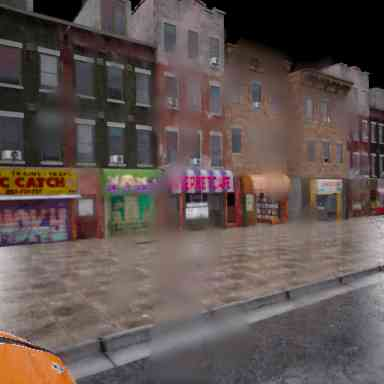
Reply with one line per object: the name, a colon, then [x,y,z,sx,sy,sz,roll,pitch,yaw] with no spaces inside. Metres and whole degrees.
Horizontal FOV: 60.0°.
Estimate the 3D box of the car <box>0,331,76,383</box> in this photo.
car: [-2.664,1.353,1.273,4.553,1.767,2.097,0,0,-35]
